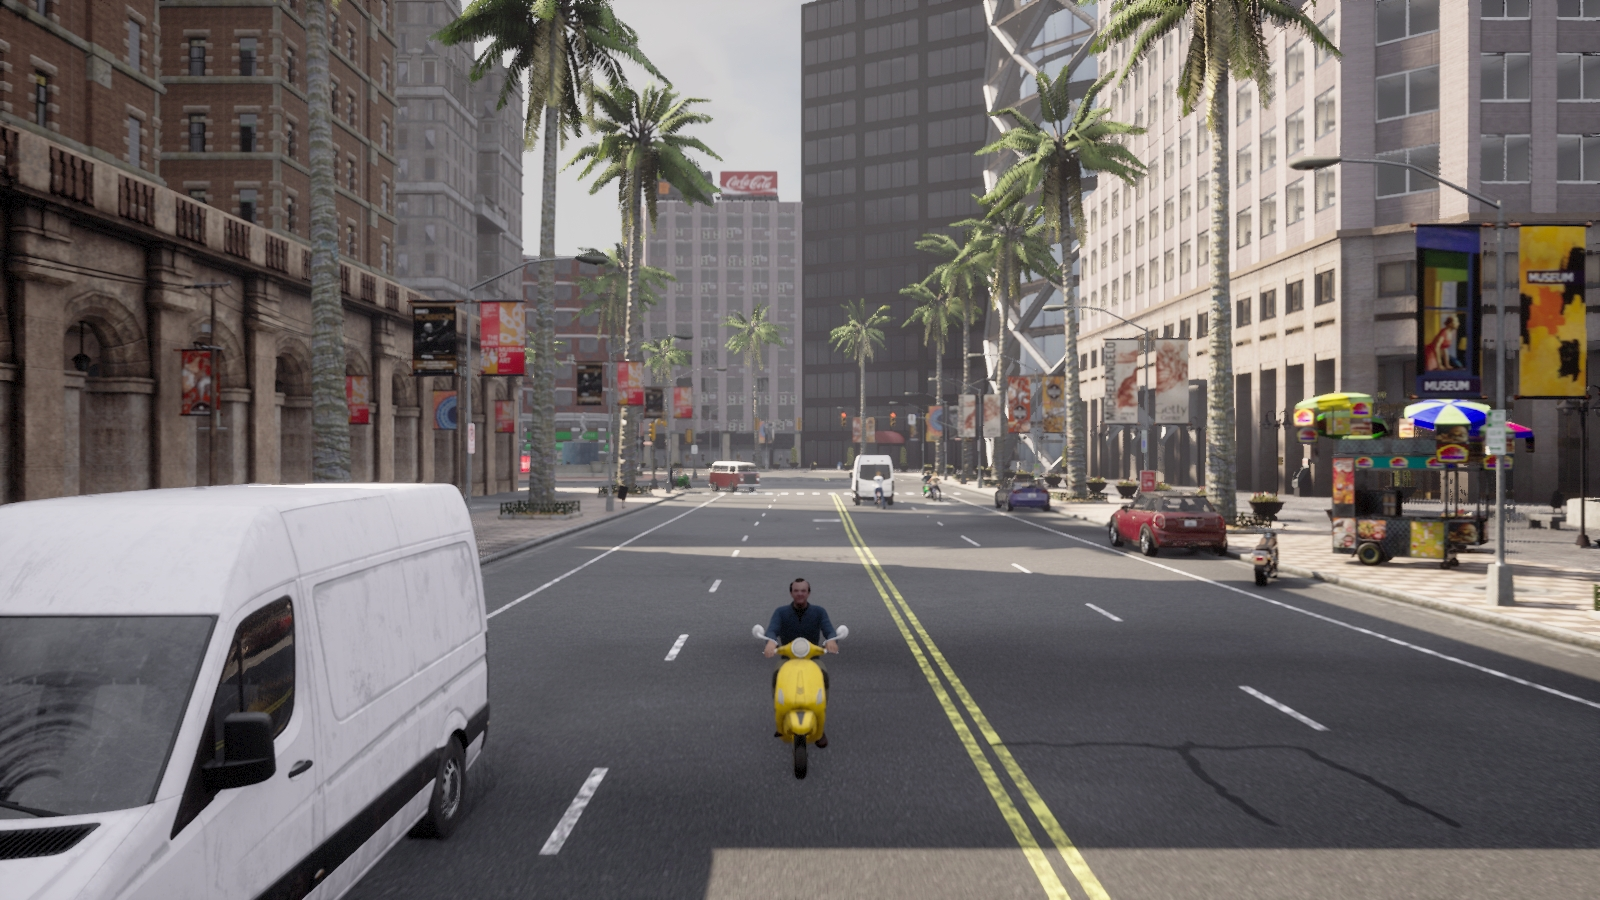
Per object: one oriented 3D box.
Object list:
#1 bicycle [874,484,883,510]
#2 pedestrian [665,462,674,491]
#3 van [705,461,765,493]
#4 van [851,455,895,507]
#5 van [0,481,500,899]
[{"bbox_3d":[3.723,2.215,54.299,0.373,1.196,1.643,0,0,1],"label":"bicycle"},{"bbox_3d":[-8.440,1.708,73.903,0.375,1.860,0.375,0,0,25],"label":"pedestrian"},{"bbox_3d":[-4.382,1.798,76.308,2.069,2.038,4.480,1,-1,-31],"label":"van"},{"bbox_3d":[3.789,1.545,60.123,1.988,2.561,5.915,0,0,1],"label":"van"},{"bbox_3d":[-3.503,1.536,6.592,1.988,2.561,5.915,0,0,0],"label":"van"}]
